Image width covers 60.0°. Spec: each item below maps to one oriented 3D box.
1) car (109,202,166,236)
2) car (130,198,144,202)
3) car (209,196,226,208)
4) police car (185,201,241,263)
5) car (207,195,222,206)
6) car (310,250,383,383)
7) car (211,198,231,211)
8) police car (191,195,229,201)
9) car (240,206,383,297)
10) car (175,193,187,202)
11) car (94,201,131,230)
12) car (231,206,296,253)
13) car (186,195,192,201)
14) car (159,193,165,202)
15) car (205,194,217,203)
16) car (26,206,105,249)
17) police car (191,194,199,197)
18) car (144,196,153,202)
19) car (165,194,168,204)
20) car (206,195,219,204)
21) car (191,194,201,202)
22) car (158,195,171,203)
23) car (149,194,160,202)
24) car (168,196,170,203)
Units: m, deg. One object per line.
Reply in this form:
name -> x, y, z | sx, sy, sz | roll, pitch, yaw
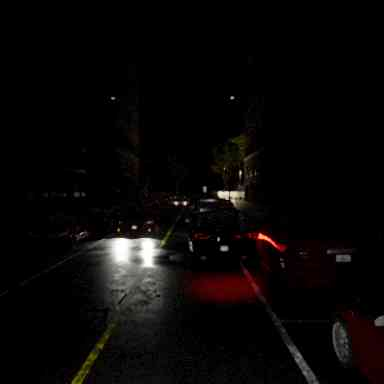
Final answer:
car -> -2.658, 1.428, 17.349 | 1.994, 1.385, 4.181 | 0, 0, 1
car -> -5.109, 1.351, 24.956 | 1.887, 1.381, 4.507 | 0, 0, 1
car -> 3.107, 1.204, 41.592 | 1.752, 1.417, 4.829 | 0, 0, 1
police car -> 0.805, 1.332, 11.778 | 1.930, 1.638, 5.238 | 0, 0, -2
car -> 3.168, 1.186, 46.939 | 1.887, 1.381, 4.507 | 0, 0, 1
car -> 2.662, 1.558, 2.798 | 1.802, 1.307, 4.206 | 0, 0, 1
car -> 3.042, 1.302, 35.904 | 1.802, 1.307, 4.206 | 0, 0, 1
police car -> 1.067, 1.254, 21.811 | 1.930, 1.638, 5.238 | 0, 0, 1
car -> 2.726, 1.248, 8.314 | 2.192, 1.841, 5.009 | 0, 0, 1
car -> -2.045, 0.929, 62.140 | 2.097, 1.767, 4.553 | 0, 0, 1
car -> -5.172, 1.400, 19.438 | 2.008, 1.369, 4.403 | 0, 0, 1
car -> 2.786, 1.414, 14.001 | 1.752, 1.417, 4.829 | 0, 0, 1
car -> 0.552, 1.231, 48.665 | 1.895, 1.301, 4.718 | 0, 0, 1
car -> -4.920, 1.122, 41.510 | 1.967, 1.590, 4.097 | 0, 0, 1
car -> 3.295, 1.130, 57.975 | 1.947, 1.339, 4.313 | 0, 0, 1
car -> -5.236, 1.474, 13.920 | 1.802, 1.307, 4.206 | 0, 0, 1
police car -> 1.136, 1.207, 27.811 | 1.930, 1.638, 5.238 | 0, 0, 1
car -> -5.046, 1.329, 30.475 | 1.947, 1.339, 4.313 | 0, 0, 1
car -> -4.859, 1.170, 46.858 | 1.752, 1.417, 4.829 | 0, 0, 1
car -> 3.231, 1.184, 52.457 | 1.802, 1.307, 4.206 | 0, 0, 1
car -> 0.716, 1.055, 63.078 | 1.812, 1.442, 4.674 | 0, 0, 1
car -> -4.730, 1.148, 58.066 | 1.802, 1.307, 4.206 | 0, 0, 1
car -> -4.983, 1.273, 35.992 | 2.008, 1.369, 4.403 | 0, 0, 1
car -> -4.793, 1.044, 52.546 | 1.967, 1.590, 4.097 | 0, 0, 1
